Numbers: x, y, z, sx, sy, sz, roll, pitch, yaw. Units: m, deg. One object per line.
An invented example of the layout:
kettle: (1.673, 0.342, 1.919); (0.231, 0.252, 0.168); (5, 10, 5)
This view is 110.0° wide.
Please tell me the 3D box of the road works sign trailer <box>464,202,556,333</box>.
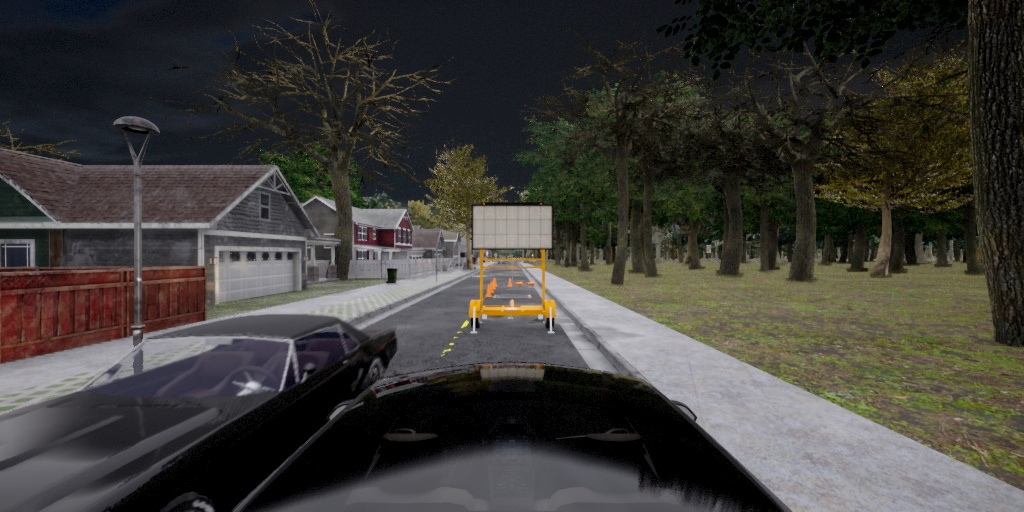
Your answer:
road works sign trailer: (0.015, 0.214, 10.683); (2.380, 3.560, 2.880); (0, 0, 0)

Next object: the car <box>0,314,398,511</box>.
car: (-2.745, 1.351, 3.492); (1.895, 1.301, 4.718); (0, 0, 0)
